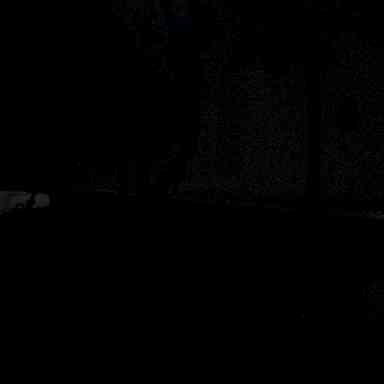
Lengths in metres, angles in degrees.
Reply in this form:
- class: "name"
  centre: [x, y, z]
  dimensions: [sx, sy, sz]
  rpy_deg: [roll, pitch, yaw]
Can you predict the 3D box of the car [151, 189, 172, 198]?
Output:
- class: "car"
  centre: [-5.509, 0.133, 59.307]
  dimensions: [1.882, 1.535, 5.008]
  rpy_deg: [-2, 3, -36]
